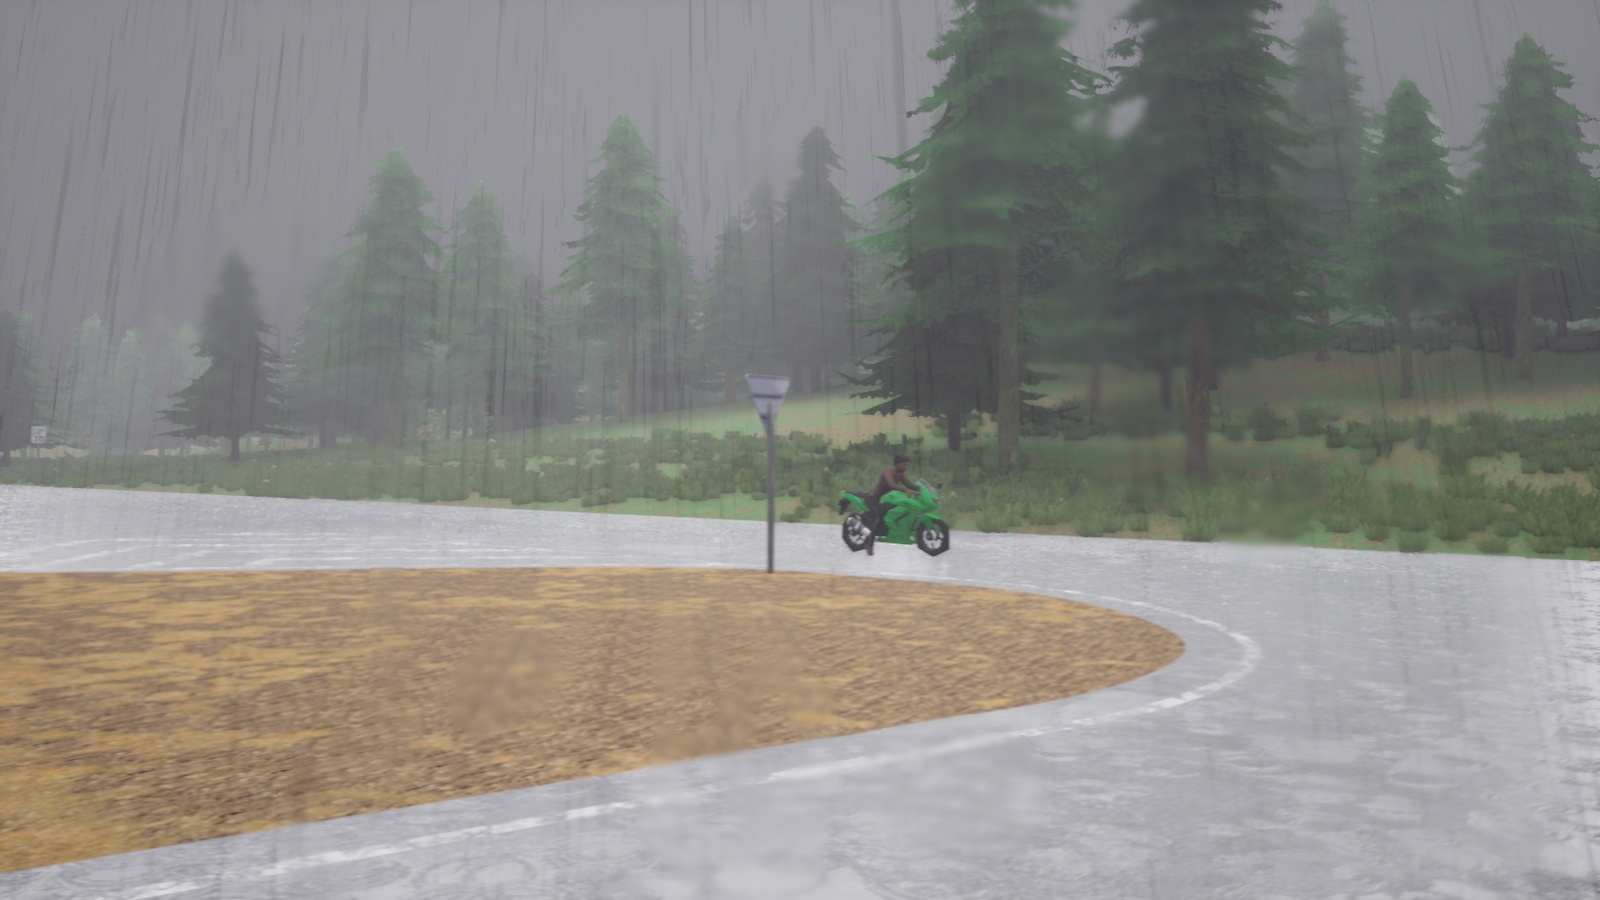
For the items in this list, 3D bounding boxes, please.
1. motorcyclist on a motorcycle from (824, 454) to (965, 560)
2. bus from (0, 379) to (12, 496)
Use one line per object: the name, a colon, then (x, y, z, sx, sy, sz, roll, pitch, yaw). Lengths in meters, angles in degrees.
motorcyclist on a motorcycle: (1.409, 0.825, 18.991, 2.044, 1.523, 0.797, 0, 0, 39)
bus: (-34.123, -0.437, 47.706, 10.273, 4.253, 3.944, 0, 0, 39)
